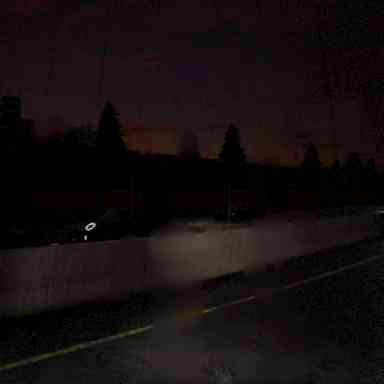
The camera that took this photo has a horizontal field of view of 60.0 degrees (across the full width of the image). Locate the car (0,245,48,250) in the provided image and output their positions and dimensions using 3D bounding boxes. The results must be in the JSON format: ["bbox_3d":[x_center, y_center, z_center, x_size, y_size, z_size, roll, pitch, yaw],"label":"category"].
[{"bbox_3d":[-6.303,1.566,8.163,5.357,1.411,2.033,0,0,-36],"label":"car"}]

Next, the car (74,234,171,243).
[{"bbox_3d":[-3.148,1.399,15.139,4.553,1.767,2.097,0,0,-40],"label":"car"}]
